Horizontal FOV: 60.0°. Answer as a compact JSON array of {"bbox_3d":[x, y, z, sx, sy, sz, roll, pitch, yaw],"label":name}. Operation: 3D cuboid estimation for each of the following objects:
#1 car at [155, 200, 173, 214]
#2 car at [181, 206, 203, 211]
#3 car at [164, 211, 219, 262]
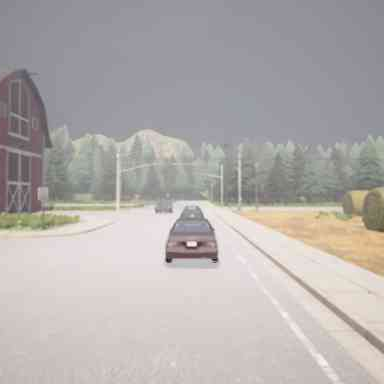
[{"bbox_3d":[-3.510,1.789,42.338,2.097,1.767,4.553,0,0,0],"label":"car"},{"bbox_3d":[0.028,1.860,28.571,1.994,1.385,4.181,0,-1,1],"label":"car"},{"bbox_3d":[0.015,1.664,12.552,2.033,1.411,5.357,0,-1,1],"label":"car"}]
